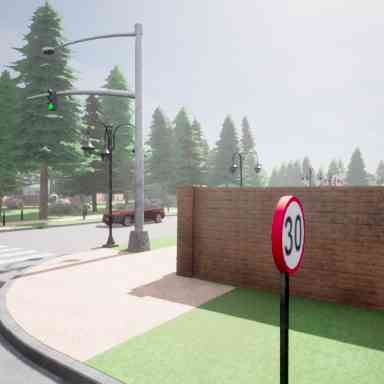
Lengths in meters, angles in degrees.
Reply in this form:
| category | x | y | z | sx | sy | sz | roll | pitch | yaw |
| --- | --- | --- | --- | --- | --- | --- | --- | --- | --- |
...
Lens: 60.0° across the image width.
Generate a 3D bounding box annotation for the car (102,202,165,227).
| category | x | y | z | sx | sy | sz | roll | pitch | yaw |
| --- | --- | --- | --- | --- | --- | --- | --- | --- | --- |
| car | -3.957 | 1.464 | 23.114 | 1.882 | 1.535 | 5.008 | 0 | 0 | 35 |
